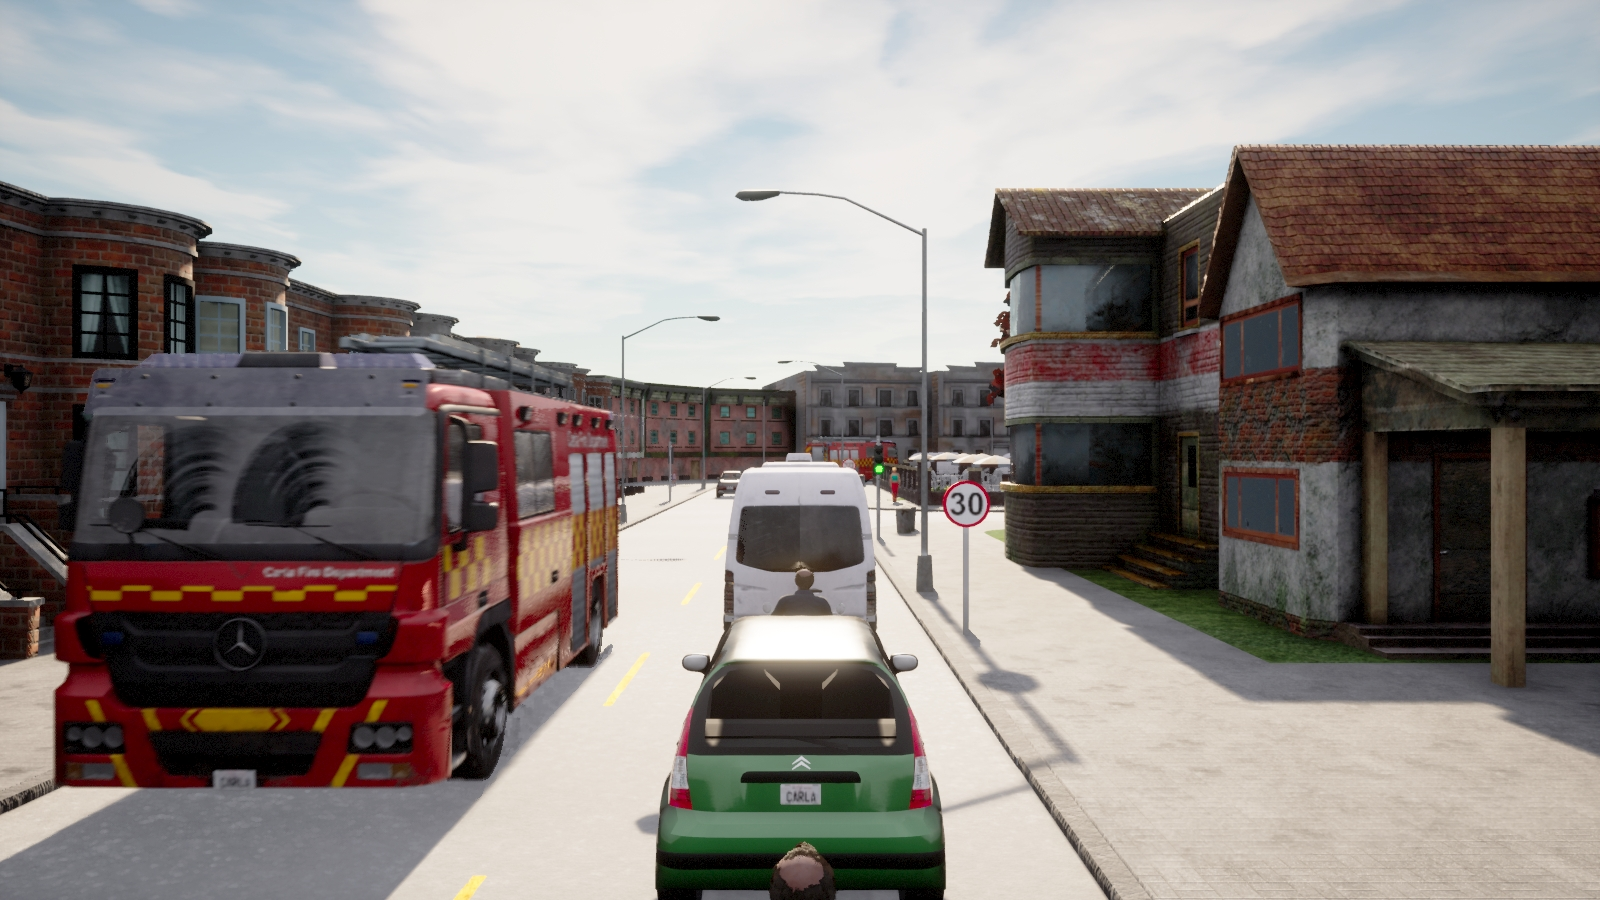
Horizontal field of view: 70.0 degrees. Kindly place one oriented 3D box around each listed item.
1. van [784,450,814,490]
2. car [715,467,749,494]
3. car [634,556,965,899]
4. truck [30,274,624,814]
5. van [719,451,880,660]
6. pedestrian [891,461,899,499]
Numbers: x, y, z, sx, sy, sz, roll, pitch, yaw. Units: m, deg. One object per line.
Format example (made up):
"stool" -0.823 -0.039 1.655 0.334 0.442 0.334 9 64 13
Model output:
"van" -0.059 1.286 76.777 1.988 2.561 5.915 0 0 0
"car" -4.014 1.781 67.520 1.789 1.549 3.705 0 0 0
"car" -0.003 1.776 8.384 1.851 1.617 3.988 0 0 0
"truck" -4.005 0.665 12.330 2.891 3.827 8.468 0 0 0
"van" -0.006 1.308 17.043 1.988 2.561 5.915 0 0 0
"pedestrian" 4.690 1.494 56.588 0.375 1.860 0.375 0 0 9
